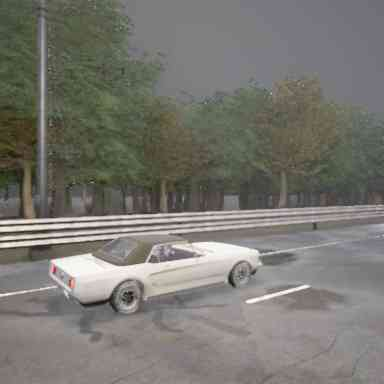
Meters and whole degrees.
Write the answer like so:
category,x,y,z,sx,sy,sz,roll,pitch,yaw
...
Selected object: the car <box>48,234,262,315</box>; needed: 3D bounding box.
category,x,y,z,sx,sy,sz,roll,pitch,yaw
car,-0.595,1.631,7.641,4.718,1.301,1.895,0,0,-36
